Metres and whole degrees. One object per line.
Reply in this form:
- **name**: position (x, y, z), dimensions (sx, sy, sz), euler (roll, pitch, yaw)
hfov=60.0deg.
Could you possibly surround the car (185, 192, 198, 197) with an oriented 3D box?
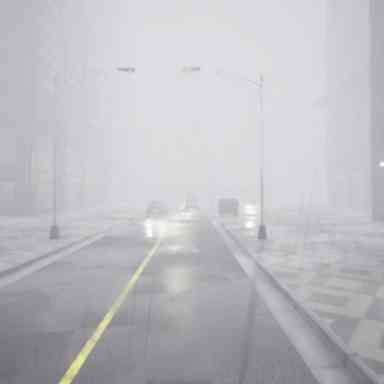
- **car**: position (0.022, 1.279, 62.629), dimensions (2.150, 2.045, 5.566), euler (0, 0, 0)

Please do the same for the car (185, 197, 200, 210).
- **car**: position (0.060, 1.632, 43.400), dimensions (1.895, 1.301, 4.718), euler (0, 0, 0)

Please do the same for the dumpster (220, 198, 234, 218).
- **dumpster**: position (3.132, 1.417, 29.977), dimensions (1.020, 1.700, 1.940), euler (-1, -1, 0)

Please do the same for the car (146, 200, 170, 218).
- **car**: position (-3.081, 1.514, 30.801), dimensions (2.128, 1.511, 4.902), euler (0, 0, 0)
